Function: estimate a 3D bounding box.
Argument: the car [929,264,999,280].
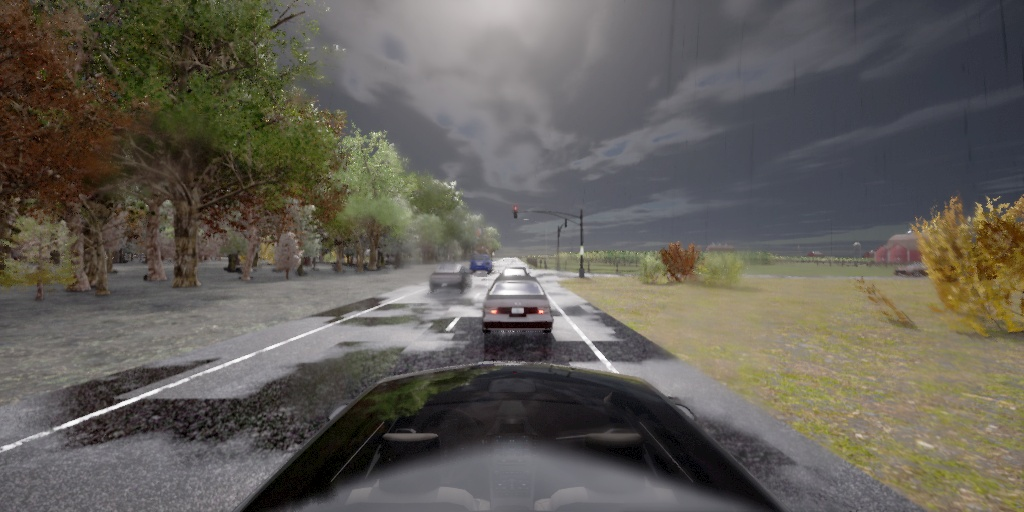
[{"bbox_3d":[48.670,1.791,38.258,5.357,1.411,2.033,1,-1,1],"label":"car"}]

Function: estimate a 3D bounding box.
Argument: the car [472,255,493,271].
[{"bbox_3d":[-3.316,0.945,39.611,2.150,2.045,5.566,0,0,0],"label":"car"}]

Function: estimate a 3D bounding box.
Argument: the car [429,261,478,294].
[{"bbox_3d":[-3.358,1.229,20.314,2.128,1.511,4.902,0,0,0],"label":"car"}]

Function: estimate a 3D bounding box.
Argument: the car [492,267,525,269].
[{"bbox_3d":[0.144,1.302,19.922,1.994,1.385,4.181,0,0,0],"label":"car"}]

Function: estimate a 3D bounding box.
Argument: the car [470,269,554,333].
[{"bbox_3d":[0.121,1.291,10.681,2.033,1.411,5.357,0,0,0],"label":"car"}]

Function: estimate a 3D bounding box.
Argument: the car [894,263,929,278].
[{"bbox_3d":[47.599,1.640,41.833,4.553,1.767,2.097,0,-1,1],"label":"car"}]

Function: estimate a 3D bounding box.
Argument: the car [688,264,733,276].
[{"bbox_3d":[23.317,1.624,42.037,4.718,1.301,1.895,1,-1,0],"label":"car"}]
